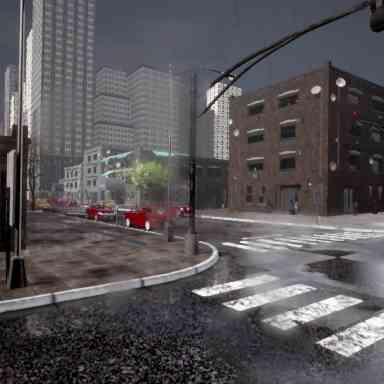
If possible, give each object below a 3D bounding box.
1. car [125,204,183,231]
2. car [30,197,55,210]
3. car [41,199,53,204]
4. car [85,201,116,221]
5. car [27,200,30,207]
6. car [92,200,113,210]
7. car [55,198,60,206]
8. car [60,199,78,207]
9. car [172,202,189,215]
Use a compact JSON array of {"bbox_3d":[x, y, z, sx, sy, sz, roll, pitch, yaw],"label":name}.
[{"bbox_3d":[-2.774,1.615,21.298,1.887,1.381,4.507,1,-1,-35],"label":"car"},{"bbox_3d":[-22.072,1.891,49.009,1.752,1.417,4.829,1,-1,-35],"label":"car"},{"bbox_3d":[-37.373,2.402,85.609,1.752,1.417,4.829,1,-1,-35],"label":"car"},{"bbox_3d":[-7.934,1.729,28.673,1.802,1.307,4.206,1,-1,-35],"label":"car"},{"bbox_3d":[-28.468,2.012,58.247,1.887,1.381,4.507,1,-1,-35],"label":"car"},{"bbox_3d":[-14.175,2.038,52.563,1.752,1.417,4.829,1,-1,-35],"label":"car"},{"bbox_3d":[-27.761,2.306,71.867,1.802,1.307,4.206,1,-1,-35],"label":"car"},{"bbox_3d":[-24.590,2.114,67.334,1.967,1.590,4.097,1,-1,-35],"label":"car"},{"bbox_3d":[-1.485,1.761,34.527,1.967,1.590,4.097,1,-1,-35],"label":"car"}]
